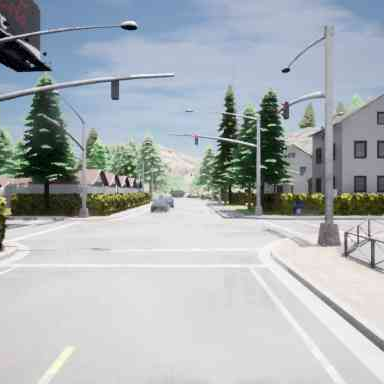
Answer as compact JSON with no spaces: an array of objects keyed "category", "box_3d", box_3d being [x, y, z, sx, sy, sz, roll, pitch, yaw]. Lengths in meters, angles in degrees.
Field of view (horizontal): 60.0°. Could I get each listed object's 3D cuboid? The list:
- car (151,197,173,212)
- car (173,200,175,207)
[{"category":"car","box_3d":[-3.623,1.547,38.459,2.033,1.411,5.357,0,0,0]},{"category":"car","box_3d":[-3.611,1.477,48.742,1.882,1.535,5.008,0,0,0]}]
